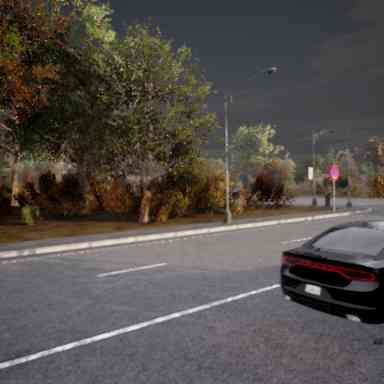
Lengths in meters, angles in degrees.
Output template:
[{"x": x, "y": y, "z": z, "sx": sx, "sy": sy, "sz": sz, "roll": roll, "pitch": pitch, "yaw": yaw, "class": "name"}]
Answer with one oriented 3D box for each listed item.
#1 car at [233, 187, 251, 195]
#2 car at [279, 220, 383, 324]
[{"x": 7.440, "y": 0.242, "z": 54.035, "sx": 2.150, "sy": 2.045, "sz": 5.566, "roll": -2, "pitch": 1, "yaw": -33, "class": "car"}, {"x": 3.866, "y": 1.303, "z": 6.598, "sx": 5.008, "sy": 1.535, "sz": 1.882, "roll": -2, "pitch": 1, "yaw": -36, "class": "car"}]
